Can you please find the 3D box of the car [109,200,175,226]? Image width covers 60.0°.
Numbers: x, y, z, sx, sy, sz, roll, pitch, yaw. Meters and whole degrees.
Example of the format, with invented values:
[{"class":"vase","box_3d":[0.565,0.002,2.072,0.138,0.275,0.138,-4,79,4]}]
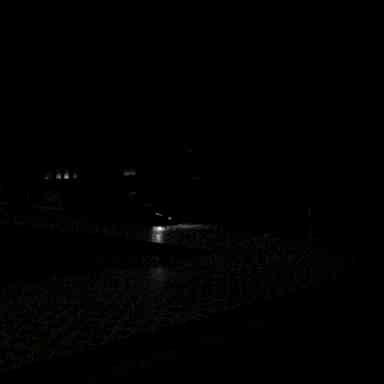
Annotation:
[{"class":"car","box_3d":[-3.235,1.258,21.045,4.674,1.442,1.812,1,1,34]}]
